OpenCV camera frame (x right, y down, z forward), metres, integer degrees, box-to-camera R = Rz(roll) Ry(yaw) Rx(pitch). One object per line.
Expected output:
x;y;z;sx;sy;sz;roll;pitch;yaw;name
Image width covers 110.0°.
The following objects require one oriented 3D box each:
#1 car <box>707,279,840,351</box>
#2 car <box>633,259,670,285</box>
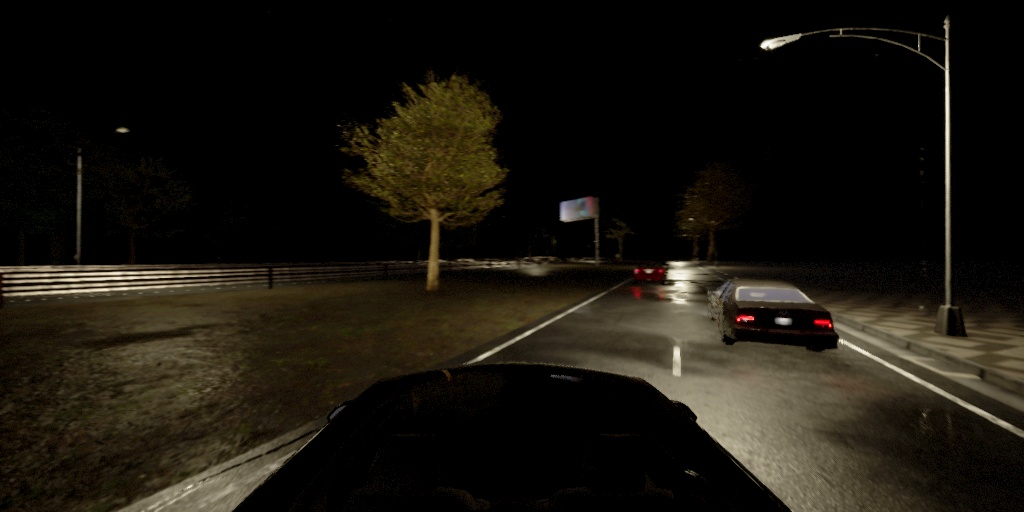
6.195;1.283;9.097;2.033;1.411;5.357;0;0;25;car
10.189;1.079;26.318;2.097;1.767;4.553;0;0;25;car
